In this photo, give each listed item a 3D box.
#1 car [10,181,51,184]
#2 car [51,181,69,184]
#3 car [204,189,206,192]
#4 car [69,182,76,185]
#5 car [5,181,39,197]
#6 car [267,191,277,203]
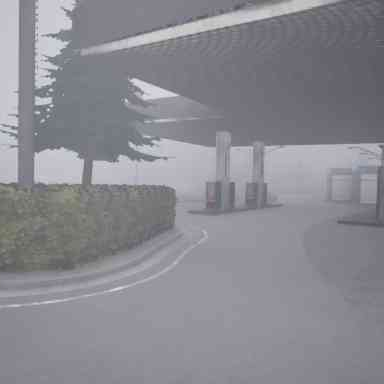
[{"bbox_3d":[-17.221,-0.176,35.204,3.866,1.878,1.905,2,2,35],"label":"car"},{"bbox_3d":[-26.765,-1.255,65.450,3.866,1.878,1.905,2,2,35],"label":"car"},{"bbox_3d":[4.898,-0.326,65.594,5.027,1.636,2.152,2,2,35],"label":"car"},{"bbox_3d":[-25.427,-1.281,68.062,4.605,1.855,1.932,2,2,35],"label":"car"},{"bbox_3d":[-21.753,-0.461,42.422,4.605,1.855,1.932,2,2,35],"label":"car"},{"bbox_3d":[9.630,0.600,43.818,1.812,1.442,4.674,2,2,35],"label":"car"}]
